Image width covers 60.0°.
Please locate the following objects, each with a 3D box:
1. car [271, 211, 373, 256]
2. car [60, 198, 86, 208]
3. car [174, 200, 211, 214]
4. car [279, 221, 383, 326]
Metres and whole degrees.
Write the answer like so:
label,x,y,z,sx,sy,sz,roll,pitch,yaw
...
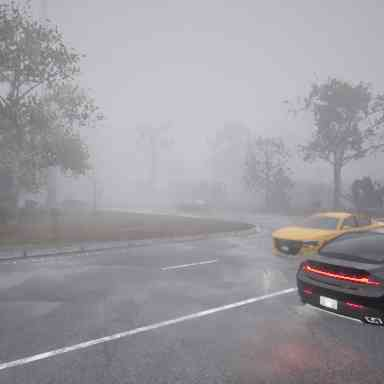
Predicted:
label,x,y,z,sx,sy,sz,roll,pitch,yaw
car,4.938,1.477,11.770,5.008,1.535,1.882,0,0,-35
car,-18.924,1.684,52.578,5.008,1.535,1.882,-1,-1,36
car,0.075,1.545,35.841,1.812,1.442,4.674,0,0,-42
car,4.144,1.505,6.671,4.892,1.490,1.837,0,0,-35
